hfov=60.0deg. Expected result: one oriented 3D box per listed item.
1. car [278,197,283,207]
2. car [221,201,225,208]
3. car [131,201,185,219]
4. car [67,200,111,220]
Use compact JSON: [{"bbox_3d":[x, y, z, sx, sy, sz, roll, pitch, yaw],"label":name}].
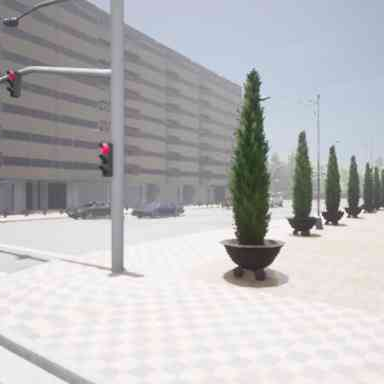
[{"bbox_3d":[11.383,1.213,48.534,2.150,2.045,5.566,0,0,36],"label":"car"},{"bbox_3d":[6.056,1.346,47.232,2.097,1.767,4.553,0,0,37],"label":"car"},{"bbox_3d":[-2.841,1.535,29.130,2.033,1.411,5.357,0,0,36],"label":"car"},{"bbox_3d":[-8.040,1.500,27.894,1.837,1.490,4.892,0,0,36],"label":"car"}]
